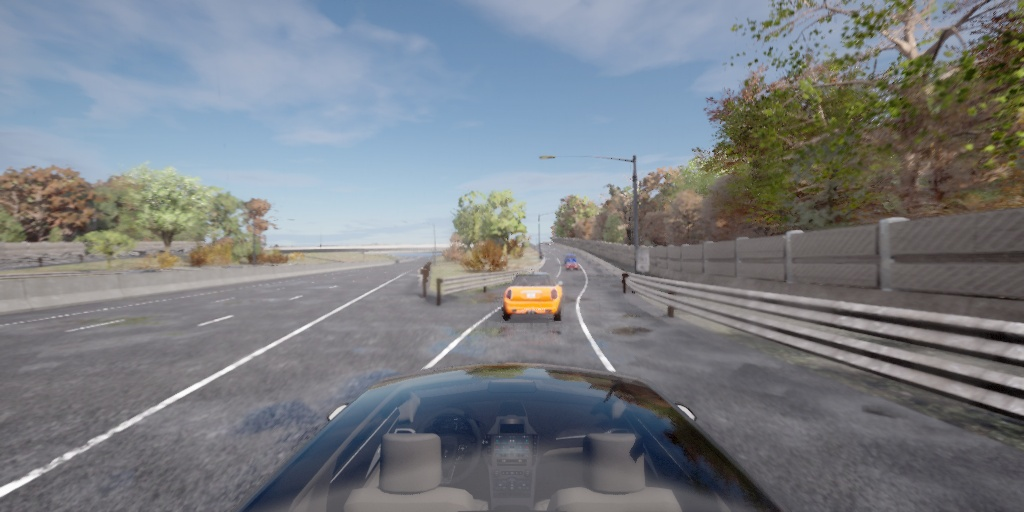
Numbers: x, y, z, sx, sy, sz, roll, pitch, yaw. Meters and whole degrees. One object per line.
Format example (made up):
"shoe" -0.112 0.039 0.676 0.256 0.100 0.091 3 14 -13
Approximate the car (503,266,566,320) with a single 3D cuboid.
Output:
"car" 0.979 1.426 14.465 2.097 1.767 4.553 -1 -1 8

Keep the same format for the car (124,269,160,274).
"car" -34.443 1.985 33.161 1.882 1.535 5.008 -1 -1 -12

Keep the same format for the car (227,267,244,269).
"car" -37.947 2.181 49.208 2.033 1.411 5.357 -1 0 -12

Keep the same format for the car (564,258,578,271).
"car" 9.143 1.552 54.957 1.895 1.301 4.718 -1 2 8
